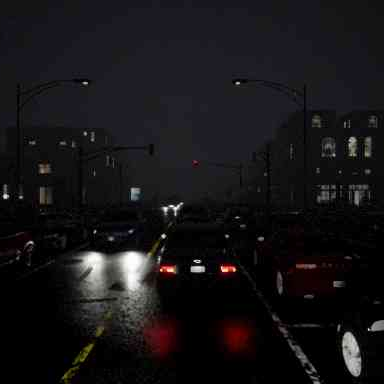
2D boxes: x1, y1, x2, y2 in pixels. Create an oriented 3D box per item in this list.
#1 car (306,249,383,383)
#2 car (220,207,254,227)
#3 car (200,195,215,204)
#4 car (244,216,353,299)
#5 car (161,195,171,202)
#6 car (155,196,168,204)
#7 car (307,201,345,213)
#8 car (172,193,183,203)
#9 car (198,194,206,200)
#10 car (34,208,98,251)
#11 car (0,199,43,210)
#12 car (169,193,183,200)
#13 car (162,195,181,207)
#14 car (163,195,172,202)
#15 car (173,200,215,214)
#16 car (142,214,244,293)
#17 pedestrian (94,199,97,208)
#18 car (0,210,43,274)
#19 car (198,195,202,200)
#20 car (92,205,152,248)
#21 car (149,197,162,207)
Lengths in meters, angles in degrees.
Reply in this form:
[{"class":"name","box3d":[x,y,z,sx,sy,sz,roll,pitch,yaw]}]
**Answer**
[{"class":"car","box3d":[2.692,1.551,2.601,2.008,1.369,4.403,0,0,0]},{"class":"car","box3d":[2.681,1.553,19.677,2.008,1.369,4.403,0,0,0]},{"class":"car","box3d":[2.661,1.572,52.067,1.947,1.339,4.313,0,0,0]},{"class":"car","box3d":[2.688,1.546,8.293,1.887,1.381,4.507,0,0,0]},{"class":"car","box3d":[-5.733,1.452,74.162,1.967,1.590,4.097,0,0,0]},{"class":"car","box3d":[-5.727,1.559,63.118,2.008,1.369,4.403,0,0,0]},{"class":"car","box3d":[14.787,1.653,37.261,4.181,1.385,1.994,0,0,1]},{"class":"car","box3d":[-3.046,1.236,72.122,2.150,2.045,5.566,0,0,0]},{"class":"car","box3d":[2.637,1.458,90.720,1.967,1.590,4.097,0,0,0]},{"class":"car","box3d":[-5.696,1.552,13.997,2.008,1.369,4.403,0,0,0]},{"class":"car","box3d":[-18.393,1.468,34.553,5.357,1.411,2.033,0,0,1]},{"class":"car","box3d":[-3.105,1.500,61.466,2.128,1.511,4.902,0,0,0]},{"class":"car","box3d":[-3.141,1.532,51.114,1.812,1.442,4.674,0,0,1]},{"class":"car","box3d":[-5.737,1.539,79.515,1.752,1.417,4.829,0,0,0]},{"class":"car","box3d":[0.087,1.480,19.441,1.882,1.535,5.008,0,0,0]},{"class":"car","box3d":[0.098,1.548,8.976,2.033,1.411,5.357,0,0,0]},{"class":"pedestrian","box3d":[-12.579,1.415,43.203,0.375,1.300,0.375,0,-1,1]},{"class":"car","box3d":[-5.691,1.441,8.305,1.967,1.590,4.097,0,0,0]},{"class":"car","box3d":[2.654,1.590,63.109,1.802,1.307,4.206,0,0,0]},{"class":"car","box3d":[-3.088,1.527,15.055,1.812,1.442,4.674,0,0,0]},{"class":"car","box3d":[-5.720,1.588,52.075,1.802,1.307,4.206,0,0,0]}]
